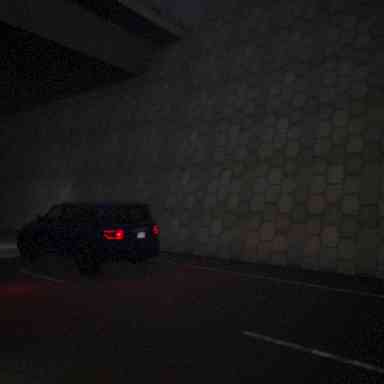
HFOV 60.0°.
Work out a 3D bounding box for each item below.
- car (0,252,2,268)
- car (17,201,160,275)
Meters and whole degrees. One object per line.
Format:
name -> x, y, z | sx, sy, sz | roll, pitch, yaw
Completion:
car -> -6.985, 1.598, 9.182 | 4.674, 1.442, 1.812 | 0, 0, 37
car -> -3.565, 1.307, 10.983 | 5.566, 2.045, 2.150 | 0, 0, 37
